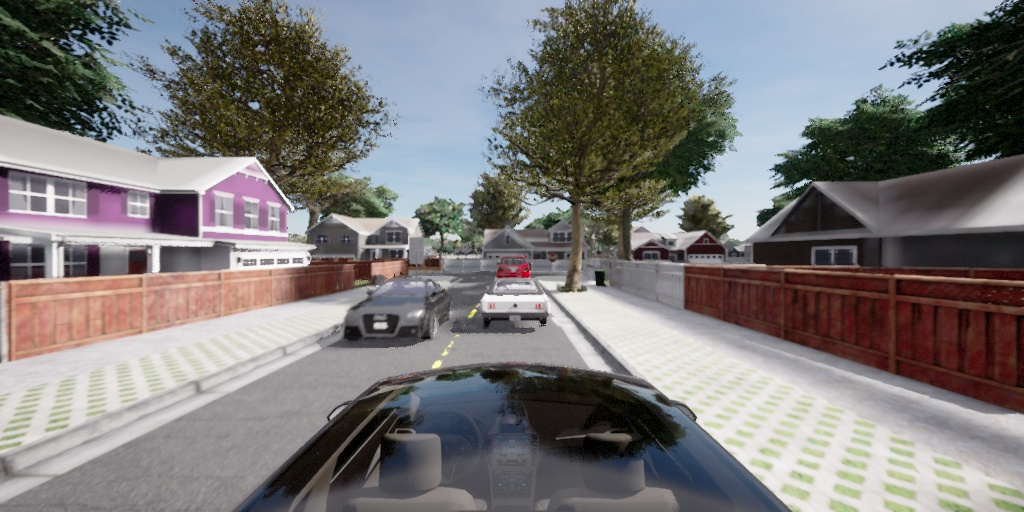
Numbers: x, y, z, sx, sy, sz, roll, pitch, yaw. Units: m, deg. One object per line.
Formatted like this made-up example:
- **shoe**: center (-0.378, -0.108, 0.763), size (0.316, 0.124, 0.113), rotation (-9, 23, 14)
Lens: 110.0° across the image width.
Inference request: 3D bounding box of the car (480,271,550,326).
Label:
- **car**: center (0.095, 1.354, 11.687), size (1.895, 1.301, 4.718), rotation (0, 0, 0)

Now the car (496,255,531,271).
- **car**: center (0.100, 0.978, 24.691), size (2.150, 2.045, 5.566), rotation (0, 0, 0)

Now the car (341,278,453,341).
- **car**: center (-2.842, 1.317, 9.747), size (1.994, 1.385, 4.181), rotation (0, 0, 0)
